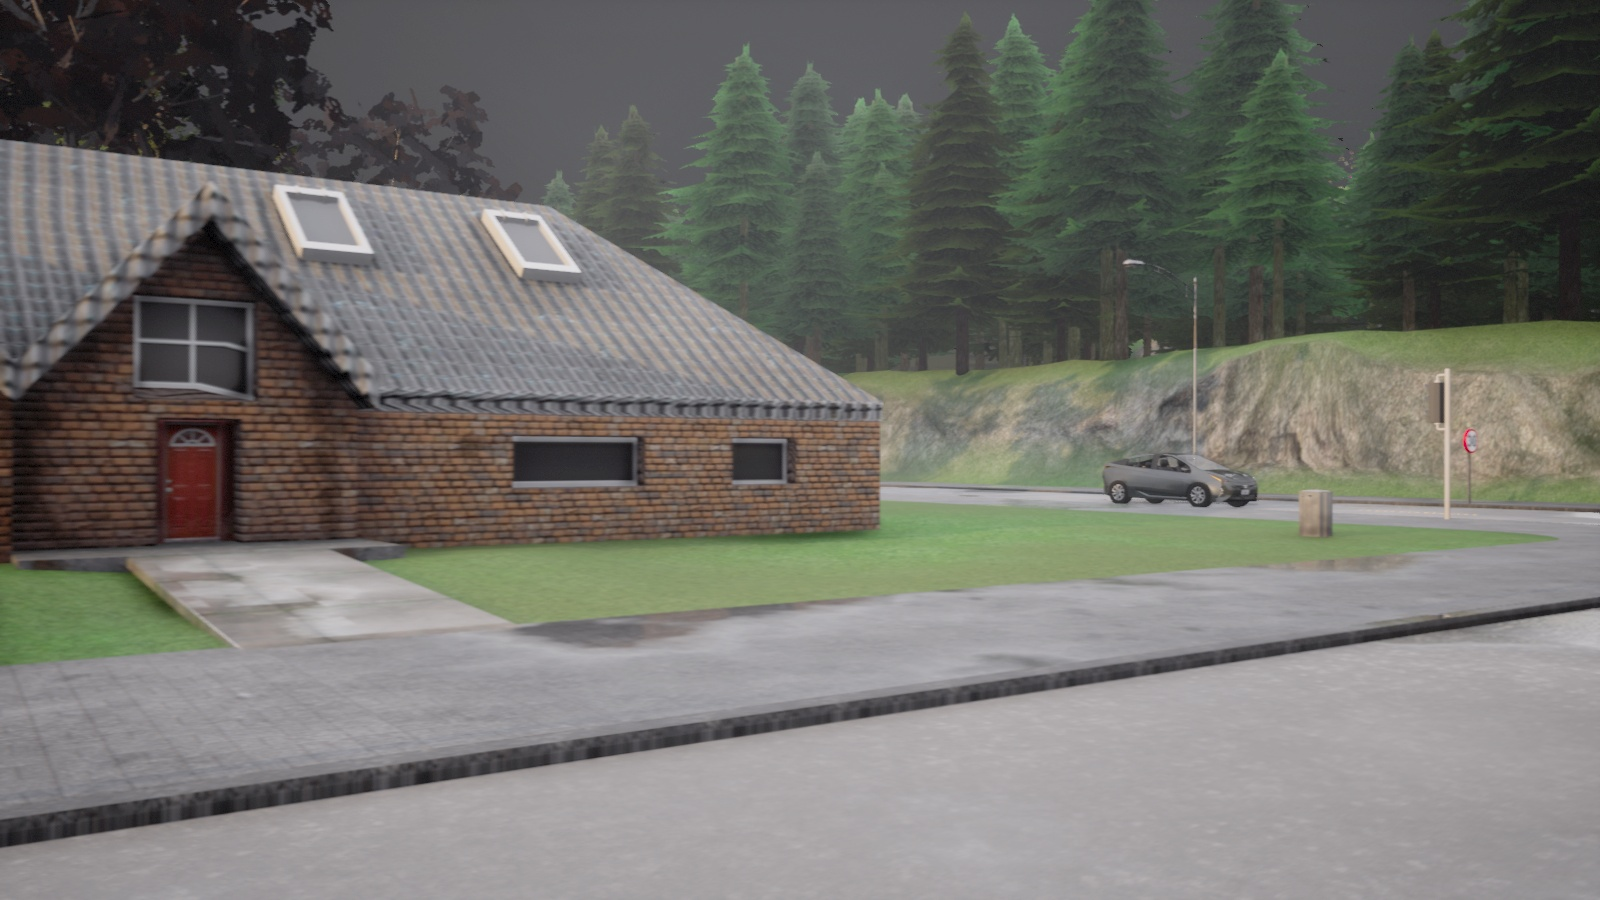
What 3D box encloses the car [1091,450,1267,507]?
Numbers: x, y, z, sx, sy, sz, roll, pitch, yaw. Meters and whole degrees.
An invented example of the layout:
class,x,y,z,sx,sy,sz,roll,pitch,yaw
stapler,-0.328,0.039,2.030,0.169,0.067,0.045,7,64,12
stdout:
class,x,y,z,sx,sy,sz,roll,pitch,yaw
car,10.699,0.757,35.745,2.007,1.525,4.514,0,0,-35
